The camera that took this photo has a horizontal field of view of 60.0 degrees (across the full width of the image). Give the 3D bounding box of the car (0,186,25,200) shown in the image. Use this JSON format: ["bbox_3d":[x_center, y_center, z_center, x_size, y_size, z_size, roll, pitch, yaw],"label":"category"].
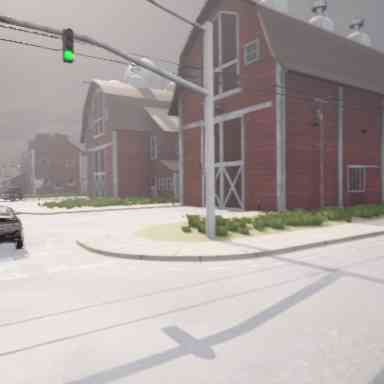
[{"bbox_3d":[-24.358,0.275,44.454,3.866,1.878,1.905,-2,7,14],"label":"car"}]

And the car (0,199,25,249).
[{"bbox_3d":[-7.516,1.242,12.384,2.128,1.511,4.902,-2,2,-34],"label":"car"}]
